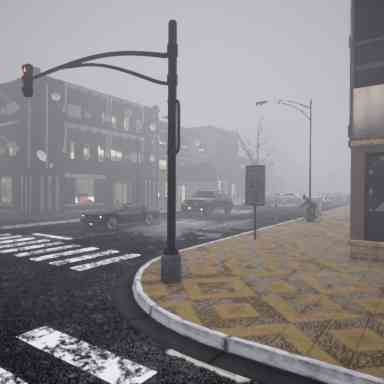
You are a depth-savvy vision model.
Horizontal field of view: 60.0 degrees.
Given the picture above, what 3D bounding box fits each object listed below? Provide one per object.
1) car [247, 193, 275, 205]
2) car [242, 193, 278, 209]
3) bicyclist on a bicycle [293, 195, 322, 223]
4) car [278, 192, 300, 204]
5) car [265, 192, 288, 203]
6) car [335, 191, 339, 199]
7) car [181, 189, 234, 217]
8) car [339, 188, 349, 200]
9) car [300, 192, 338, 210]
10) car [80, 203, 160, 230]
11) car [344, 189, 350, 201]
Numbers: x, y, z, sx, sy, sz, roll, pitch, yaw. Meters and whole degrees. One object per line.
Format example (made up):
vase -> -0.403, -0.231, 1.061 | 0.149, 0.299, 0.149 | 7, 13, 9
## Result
car -> 8.870, 0.821, 42.612 | 1.887, 1.381, 4.507 | 2, 2, 35
car -> 7.088, 1.014, 35.379 | 1.895, 1.301, 4.718 | 1, 1, 35
bicyclist on a bicycle -> 6.785, 1.003, 19.589 | 1.656, 1.620, 0.582 | 0, 1, 35
car -> 12.961, 0.771, 43.792 | 1.812, 1.442, 4.674 | 1, 1, 34
car -> 12.109, 0.767, 47.234 | 1.802, 1.307, 4.206 | 2, 2, 35
car -> 18.538, 0.788, 46.308 | 1.895, 1.301, 4.718 | 1, 1, 35
car -> 1.379, 0.798, 27.130 | 2.150, 2.045, 5.566 | 1, 1, 35
car -> 24.218, 0.572, 54.545 | 2.033, 1.411, 5.357 | 1, 1, 36
car -> 12.658, 0.993, 33.059 | 2.008, 1.369, 4.403 | 2, 2, 35
car -> -4.062, 1.334, 19.289 | 1.895, 1.301, 4.718 | 1, 1, 35
car -> 25.417, 0.619, 51.680 | 1.887, 1.381, 4.507 | 2, 2, 35
